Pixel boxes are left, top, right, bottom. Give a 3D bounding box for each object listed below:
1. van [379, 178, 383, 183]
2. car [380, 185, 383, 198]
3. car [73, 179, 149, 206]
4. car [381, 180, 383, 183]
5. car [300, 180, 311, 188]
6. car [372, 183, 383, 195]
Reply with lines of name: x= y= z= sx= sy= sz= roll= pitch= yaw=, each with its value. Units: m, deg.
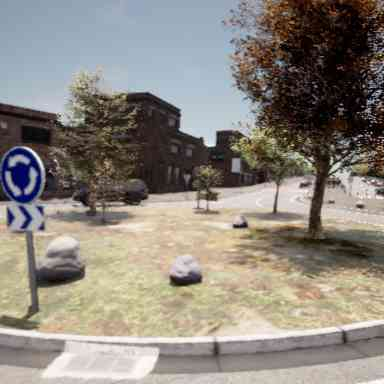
van: x=46.810 y=-1.686 z=77.249 sx=4.442 sy=1.987 sz=1.878 roll=2 pitch=4 yaw=23
car: x=28.716 y=0.192 z=47.637 sx=1.837 sy=1.490 sz=4.892 roll=2 pitch=3 yaw=23
car: x=-6.069 y=0.003 z=25.273 sx=5.566 sy=2.045 sz=2.150 roll=0 pitch=1 yaw=-27
car: x=44.544 y=-1.164 z=72.201 sx=5.008 sy=1.535 sz=2.097 roll=2 pitch=4 yaw=23
car: x=25.869 y=-1.650 z=76.378 sx=1.837 sy=1.490 sz=4.892 roll=2 pitch=4 yaw=23
car: x=32.587 y=-0.304 z=56.889 sx=2.128 sy=1.511 sz=4.902 roll=2 pitch=4 yaw=23
